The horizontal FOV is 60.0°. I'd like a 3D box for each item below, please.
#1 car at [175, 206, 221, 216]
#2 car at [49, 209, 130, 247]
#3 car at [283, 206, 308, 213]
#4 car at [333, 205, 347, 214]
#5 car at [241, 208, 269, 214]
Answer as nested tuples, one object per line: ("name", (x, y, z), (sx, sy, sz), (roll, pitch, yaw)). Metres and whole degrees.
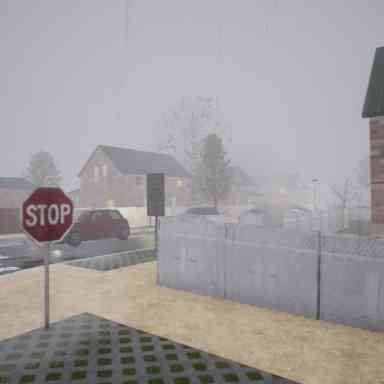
("car", (0.401, 1.882, 24.928), (2.097, 1.767, 4.553), (-1, -2, 36))
("car", (-5.316, 1.658, 16.845), (2.097, 1.767, 4.553), (-1, -2, 34))
("car", (13.615, 2.594, 43.362), (2.033, 1.411, 5.357), (-1, -2, 36))
("car", (23.333, 2.797, 52.050), (1.837, 1.490, 4.892), (-1, -2, 35))
("car", (6.165, 2.320, 33.002), (1.994, 1.385, 4.181), (-1, -2, 36))
